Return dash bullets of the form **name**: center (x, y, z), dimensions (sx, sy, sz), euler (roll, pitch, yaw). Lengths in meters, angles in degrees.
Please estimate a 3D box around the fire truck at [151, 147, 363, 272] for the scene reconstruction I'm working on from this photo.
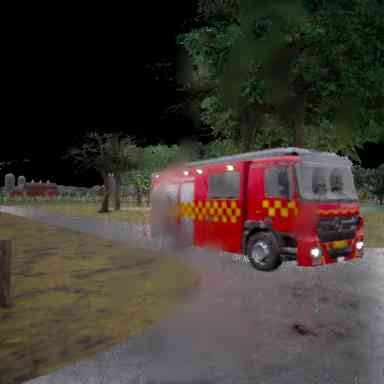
- **fire truck**: center (1.627, 0.493, 12.590), dimensions (2.891, 3.827, 8.468), euler (1, -2, -35)
